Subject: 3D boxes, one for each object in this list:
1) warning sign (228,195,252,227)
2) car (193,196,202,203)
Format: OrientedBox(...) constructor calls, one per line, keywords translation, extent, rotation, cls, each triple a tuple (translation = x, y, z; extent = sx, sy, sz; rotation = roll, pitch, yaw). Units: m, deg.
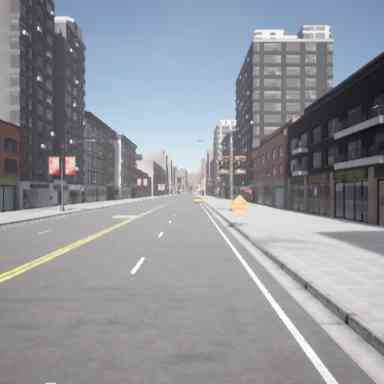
OrientedBox(translation=(2.853, 1.097, 19.841), extent=(1.300, 1.860, 1.060), rotation=(0, 0, 0), cls="warning sign")
OrientedBox(translation=(1.138, 1.549, 70.033), extent=(1.801, 1.575, 5.366), rotation=(0, 0, 0), cls="car")
